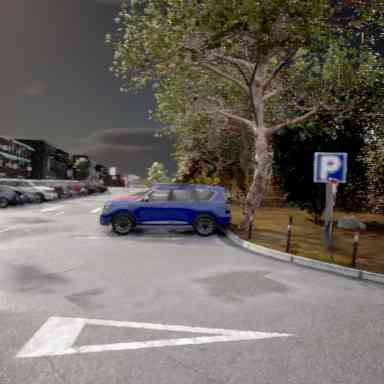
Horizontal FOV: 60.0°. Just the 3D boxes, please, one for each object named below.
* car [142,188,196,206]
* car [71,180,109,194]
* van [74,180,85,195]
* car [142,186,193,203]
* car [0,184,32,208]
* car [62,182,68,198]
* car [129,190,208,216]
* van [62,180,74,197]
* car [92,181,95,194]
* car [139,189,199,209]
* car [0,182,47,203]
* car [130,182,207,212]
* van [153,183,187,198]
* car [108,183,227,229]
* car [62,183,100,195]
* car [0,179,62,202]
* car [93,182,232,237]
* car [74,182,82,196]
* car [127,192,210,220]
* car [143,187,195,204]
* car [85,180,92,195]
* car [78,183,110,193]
[{"bbox_3d":[-2.151,0.459,30.881,4.792,1.488,2.163,1,2,-4],"label":"car"},{"bbox_3d":[-16.769,-0.873,55.035,5.566,2.045,2.435,1,1,-4],"label":"car"},{"bbox_3d":[-16.007,-0.445,41.046,4.442,1.987,1.878,1,2,-4],"label":"van"},{"bbox_3d":[-2.673,0.250,36.426,5.366,1.575,1.946,1,2,-4],"label":"car"},{"bbox_3d":[-14.820,0.336,24.285,4.792,1.488,2.163,1,2,-4],"label":"car"},{"bbox_3d":[-15.350,0.044,32.672,5.008,1.535,2.097,1,2,-4],"label":"car"},{"bbox_3d":[-1.576,0.695,22.549,5.008,1.535,2.097,1,2,-4],"label":"car"},{"bbox_3d":[-15.407,-0.266,35.469,4.442,1.987,1.878,1,2,-4],"label":"van"},{"bbox_3d":[-16.227,-0.637,46.645,5.566,2.045,2.435,1,2,-4],"label":"car"},{"bbox_3d":[-1.910,0.547,28.107,4.792,1.488,2.163,1,2,-4],"label":"car"},{"bbox_3d":[-14.979,0.219,27.076,4.892,1.521,2.231,1,2,-4],"label":"car"},{"bbox_3d":[-1.776,0.353,25.319,5.566,2.045,2.435,1,2,-4],"label":"car"},{"bbox_3d":[-2.914,-0.225,44.775,4.442,1.987,1.878,1,2,-4],"label":"van"},{"bbox_3d":[-1.226,0.628,16.986,5.566,2.045,2.435,1,2,-4],"label":"car"},{"bbox_3d":[-16.436,-0.469,49.449,4.892,1.521,2.231,1,2,-4],"label":"car"},{"bbox_3d":[-15.125,-0.120,29.870,5.566,2.045,2.435,1,2,-4],"label":"car"},{"bbox_3d":[-1.050,0.719,14.332,5.566,2.045,2.435,1,2,-4],"label":"car"},{"bbox_3d":[-15.719,-0.129,38.263,4.892,1.521,2.231,1,2,-4],"label":"car"},{"bbox_3d":[-1.399,0.822,19.897,4.674,1.452,2.002,1,2,-4],"label":"car"},{"bbox_3d":[-2.310,0.344,33.659,5.008,1.535,2.097,1,2,-4],"label":"car"},{"bbox_3d":[-16.108,-0.430,43.851,4.553,1.767,2.185,1,2,-4],"label":"car"},{"bbox_3d":[-16.989,-0.693,57.833,4.892,1.521,2.231,1,1,-4],"label":"car"}]
